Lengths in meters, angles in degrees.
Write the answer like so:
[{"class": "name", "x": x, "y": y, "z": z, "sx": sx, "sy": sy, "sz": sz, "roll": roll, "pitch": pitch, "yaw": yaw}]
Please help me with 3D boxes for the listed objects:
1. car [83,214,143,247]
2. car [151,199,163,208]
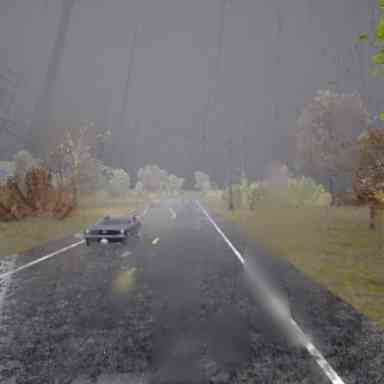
[{"class": "car", "x": -3.625, "y": 1.737, "z": 15.953, "sx": 1.895, "sy": 1.301, "sz": 4.718, "roll": 0, "pitch": 0, "yaw": 0}, {"class": "car", "x": -6.101, "y": 1.962, "z": 57.578, "sx": 1.812, "sy": 1.442, "sz": 4.674, "roll": 0, "pitch": 0, "yaw": -6}]
